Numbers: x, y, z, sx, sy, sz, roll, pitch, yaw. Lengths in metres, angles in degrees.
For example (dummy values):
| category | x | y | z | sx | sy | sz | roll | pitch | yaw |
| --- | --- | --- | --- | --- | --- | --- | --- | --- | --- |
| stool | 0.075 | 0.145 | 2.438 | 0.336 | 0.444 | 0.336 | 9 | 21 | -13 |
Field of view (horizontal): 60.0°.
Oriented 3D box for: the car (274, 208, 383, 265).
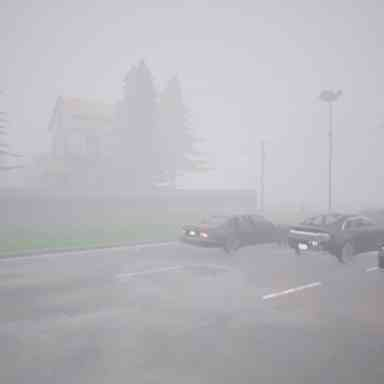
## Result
| category | x | y | z | sx | sy | sz | roll | pitch | yaw |
| --- | --- | --- | --- | --- | --- | --- | --- | --- | --- |
| car | 5.506 | 1.529 | 11.987 | 4.902 | 1.511 | 2.128 | 0 | 0 | -35 |

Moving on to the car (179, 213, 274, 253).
| category | x | y | z | sx | sy | sz | roll | pitch | yaw |
| --- | --- | --- | --- | --- | --- | --- | --- | --- | --- |
| car | 2.058 | 1.579 | 13.814 | 5.357 | 1.411 | 2.033 | 0 | 0 | -36 |

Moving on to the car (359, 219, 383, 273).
| category | x | y | z | sx | sy | sz | roll | pitch | yaw |
| --- | --- | --- | --- | --- | --- | --- | --- | --- | --- |
| car | 6.664 | 1.525 | 8.515 | 4.902 | 1.511 | 2.128 | 0 | 0 | -35 |

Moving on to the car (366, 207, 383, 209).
| category | x | y | z | sx | sy | sz | roll | pitch | yaw |
| --- | --- | --- | --- | --- | --- | --- | --- | --- | --- |
| car | 11.459 | 1.634 | 20.534 | 4.181 | 1.385 | 1.994 | 0 | 0 | -35 |
